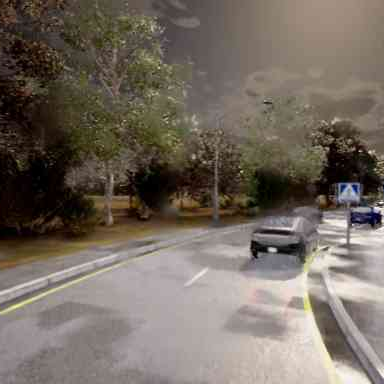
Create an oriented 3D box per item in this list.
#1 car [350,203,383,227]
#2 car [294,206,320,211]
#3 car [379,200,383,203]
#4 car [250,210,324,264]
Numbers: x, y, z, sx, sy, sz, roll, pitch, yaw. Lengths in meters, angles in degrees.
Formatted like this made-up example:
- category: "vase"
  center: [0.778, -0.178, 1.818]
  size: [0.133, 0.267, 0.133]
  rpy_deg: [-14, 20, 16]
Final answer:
- category: "car"
  center: [13.939, 1.918, 26.766]
  size: [1.882, 1.535, 5.008]
  rpy_deg: [1, -1, 38]
- category: "car"
  center: [9.465, 1.923, 27.732]
  size: [2.033, 1.411, 5.357]
  rpy_deg: [1, -1, 37]
- category: "car"
  center: [34.660, 2.104, 59.684]
  size: [1.994, 1.385, 4.181]
  rpy_deg: [1, 0, 38]
- category: "car"
  center: [3.662, 1.659, 12.714]
  size: [2.128, 1.511, 4.902]
  rpy_deg: [0, -1, 27]
